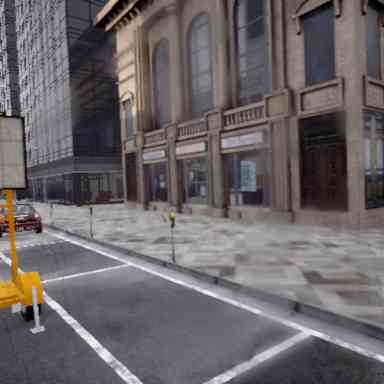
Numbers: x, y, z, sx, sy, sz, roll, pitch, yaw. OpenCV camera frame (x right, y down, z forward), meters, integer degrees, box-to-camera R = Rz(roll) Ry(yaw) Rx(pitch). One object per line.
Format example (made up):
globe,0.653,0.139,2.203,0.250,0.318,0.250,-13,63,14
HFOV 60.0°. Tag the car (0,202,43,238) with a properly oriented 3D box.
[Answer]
car,-8.745,1.189,16.236,1.967,1.590,4.097,-3,2,-38

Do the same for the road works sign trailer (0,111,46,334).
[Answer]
road works sign trailer,-4.068,0.405,5.548,2.380,3.560,2.880,-4,2,-38
